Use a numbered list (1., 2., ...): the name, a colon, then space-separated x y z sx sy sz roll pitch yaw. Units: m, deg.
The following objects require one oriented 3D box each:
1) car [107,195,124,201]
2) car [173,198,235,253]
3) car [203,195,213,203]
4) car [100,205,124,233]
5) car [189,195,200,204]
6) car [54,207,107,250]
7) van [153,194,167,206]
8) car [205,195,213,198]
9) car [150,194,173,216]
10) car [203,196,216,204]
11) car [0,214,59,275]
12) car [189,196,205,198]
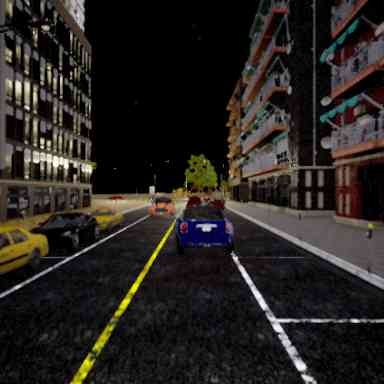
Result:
1. car: -20.062 1.554 87.057 4.206 1.307 1.802 -1 1 0
2. car: 0.394 1.311 13.757 2.097 1.767 4.553 0 0 -3
3. car: 3.096 1.346 66.109 1.887 1.381 4.507 0 0 0
4. car: -5.198 1.466 19.388 1.752 1.417 4.829 0 0 0
5. car: 0.448 1.351 57.979 1.812 1.442 4.674 0 0 0
6. car: -5.231 1.523 14.026 1.947 1.339 4.313 0 0 0
7. van: -5.025 1.181 52.754 1.690 1.788 3.998 0 0 0
8. car: 2.817 1.427 41.603 2.008 1.369 4.403 0 0 0
9. car: -2.661 1.259 30.886 2.097 1.767 4.553 0 0 0
10. car: 3.016 1.376 58.180 2.008 1.369 4.403 0 0 0
11. car: -5.265 1.499 8.323 1.752 1.417 4.829 0 0 0
12. car: 0.347 1.354 41.163 1.882 1.535 5.008 0 0 0
